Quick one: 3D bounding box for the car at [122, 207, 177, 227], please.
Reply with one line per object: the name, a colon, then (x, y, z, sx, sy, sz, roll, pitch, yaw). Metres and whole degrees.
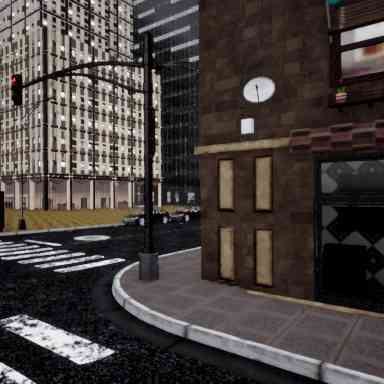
car: (-3.524, 1.893, 25.943, 2.008, 1.369, 4.403, -2, -2, 35)

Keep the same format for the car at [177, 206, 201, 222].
car: (-0.317, 1.974, 30.496, 2.008, 1.369, 4.403, -2, -2, 35)
